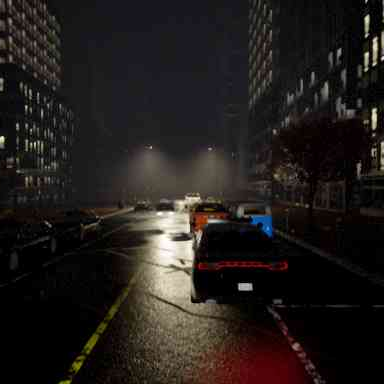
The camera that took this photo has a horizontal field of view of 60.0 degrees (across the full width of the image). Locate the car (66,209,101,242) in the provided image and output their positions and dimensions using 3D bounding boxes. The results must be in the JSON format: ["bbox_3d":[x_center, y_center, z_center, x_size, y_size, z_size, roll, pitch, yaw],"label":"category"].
[{"bbox_3d":[-5.668,1.530,16.048,2.008,1.369,4.403,-1,0,0],"label":"car"}]

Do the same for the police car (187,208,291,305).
[{"bbox_3d":[0.917,1.414,8.268,1.930,1.638,5.238,0,0,0],"label":"police car"}]

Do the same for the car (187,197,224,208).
[{"bbox_3d":[0.928,1.330,18.131,2.097,1.767,4.553,0,0,0],"label":"car"}]

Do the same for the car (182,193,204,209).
[{"bbox_3d":[0.124,1.177,45.587,2.150,2.045,5.566,0,0,0],"label":"car"}]

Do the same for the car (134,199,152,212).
[{"bbox_3d":[-5.619,1.511,38.547,2.008,1.369,4.403,-1,0,0],"label":"car"}]

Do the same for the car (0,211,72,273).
[{"bbox_3d":[-5.679,1.537,10.423,2.008,1.369,4.403,-1,0,0],"label":"car"}]

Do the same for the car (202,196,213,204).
[{"bbox_3d":[2.810,1.514,61.029,1.947,1.339,4.313,-1,0,0],"label":"car"}]

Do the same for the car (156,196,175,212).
[{"bbox_3d":[-2.989,1.524,38.139,1.994,1.385,4.181,0,0,0],"label":"car"}]

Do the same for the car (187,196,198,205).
[{"bbox_3d":[0.126,1.426,58.198,1.882,1.535,5.008,0,0,0],"label":"car"}]

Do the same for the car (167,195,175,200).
[{"bbox_3d":[-5.510,1.526,89.172,1.802,1.307,4.206,-1,0,0],"label":"car"}]

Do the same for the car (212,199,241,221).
[{"bbox_3d":[2.734,1.409,27.280,1.967,1.590,4.097,-1,0,0],"label":"car"}]

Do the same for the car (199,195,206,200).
[{"bbox_3d":[2.870,1.469,89.323,1.752,1.417,4.829,-1,0,0],"label":"car"}]

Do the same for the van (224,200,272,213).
[{"bbox_3d":[2.708,1.321,16.030,1.690,1.788,3.998,-1,0,0],"label":"van"}]
